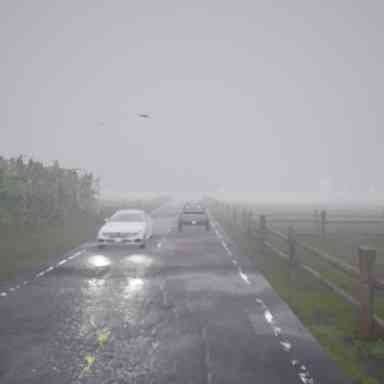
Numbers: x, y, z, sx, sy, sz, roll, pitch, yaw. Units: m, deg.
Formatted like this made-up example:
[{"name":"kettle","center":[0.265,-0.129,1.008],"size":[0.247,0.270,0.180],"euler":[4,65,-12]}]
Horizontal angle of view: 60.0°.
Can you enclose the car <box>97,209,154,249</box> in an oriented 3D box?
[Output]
[{"name":"car","center":[-2.742,1.514,14.691],"size":[1.812,1.442,4.674],"euler":[0,0,0]}]

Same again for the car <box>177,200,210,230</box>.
[{"name":"car","center":[0.105,1.474,20.693],"size":[2.128,1.511,4.902],"euler":[0,0,0]}]

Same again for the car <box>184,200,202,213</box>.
[{"name":"car","center":[0.117,1.569,37.505],"size":[1.895,1.301,4.718],"euler":[0,0,0]}]
